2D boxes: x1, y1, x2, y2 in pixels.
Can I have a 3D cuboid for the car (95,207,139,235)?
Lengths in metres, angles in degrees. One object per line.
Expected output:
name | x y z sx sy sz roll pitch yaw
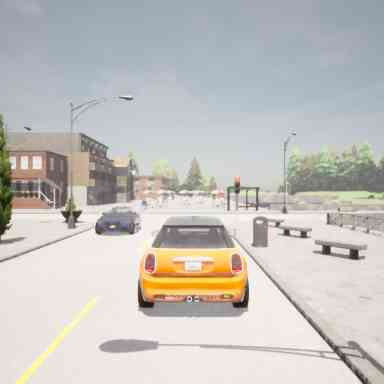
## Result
car | -4.022 1.564 18.809 1.994 1.385 4.181 0 0 -1

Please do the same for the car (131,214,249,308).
car | 0.042 1.352 8.097 2.097 1.767 4.553 0 0 1
